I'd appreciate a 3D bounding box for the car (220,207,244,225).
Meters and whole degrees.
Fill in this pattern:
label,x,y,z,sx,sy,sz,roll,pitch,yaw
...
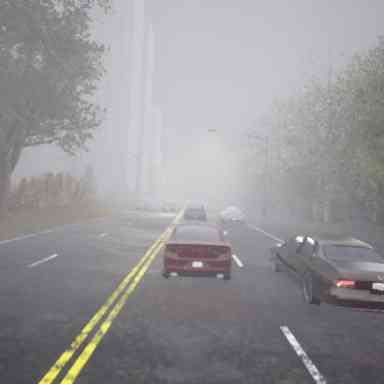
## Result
label,x,y,z,sx,sy,sz,roll,pitch,yaw
car,3.523,2.037,29.734,1.812,1.442,4.674,4,-1,0

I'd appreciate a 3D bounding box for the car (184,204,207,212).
label,x,y,z,sx,sy,sz,roll,pitch,yaw
car,0.273,1.777,28.697,2.128,1.511,4.902,4,-1,0

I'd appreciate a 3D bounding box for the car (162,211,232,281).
label,x,y,z,sx,sy,sz,roll,pitch,yaw
car,0.153,1.657,10.694,1.882,1.535,5.008,2,0,0

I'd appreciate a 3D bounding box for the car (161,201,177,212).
label,x,y,z,sx,sy,sz,roll,pitch,yaw
car,-3.110,1.973,44.990,2.128,1.511,4.902,2,-1,0

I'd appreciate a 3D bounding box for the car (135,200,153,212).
label,x,y,z,sx,sy,sz,roll,pitch,yaw
car,-6.364,1.870,44.531,1.812,1.442,4.674,2,-1,0

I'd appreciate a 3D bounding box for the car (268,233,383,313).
label,x,y,z,sx,sy,sz,roll,pitch,yaw
car,3.413,1.782,8.502,2.033,1.411,5.357,4,-1,1
